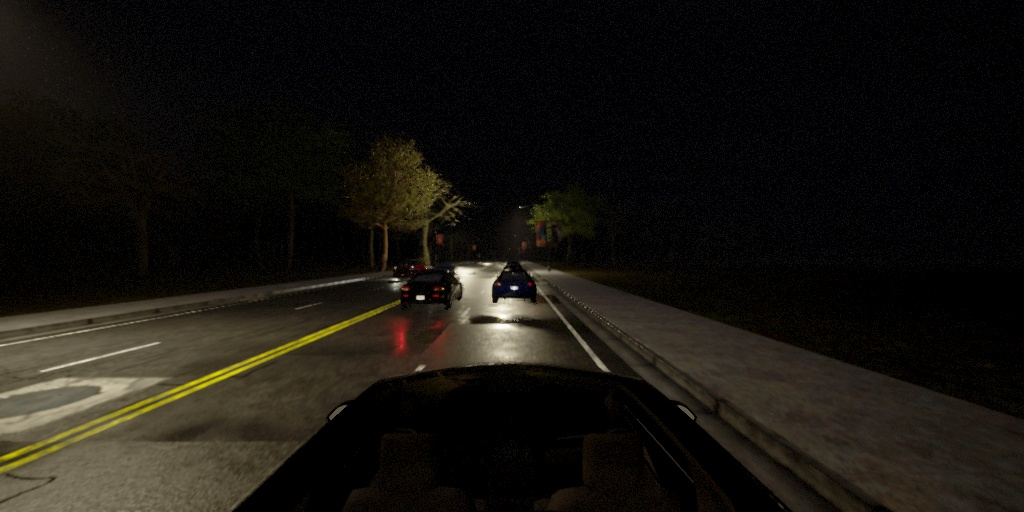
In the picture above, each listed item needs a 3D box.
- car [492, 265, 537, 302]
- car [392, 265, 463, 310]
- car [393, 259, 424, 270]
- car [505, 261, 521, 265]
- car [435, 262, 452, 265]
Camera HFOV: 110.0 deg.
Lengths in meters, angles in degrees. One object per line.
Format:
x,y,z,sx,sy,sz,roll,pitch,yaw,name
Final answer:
0.103,1.311,16.972,1.994,1.385,4.181,0,0,0,car
-3.162,1.274,14.666,1.812,1.442,4.674,0,0,0,car
-9.783,1.097,34.331,2.097,1.767,4.553,0,0,0,car
0.104,1.250,34.864,1.837,1.490,4.892,0,0,0,car
-6.535,1.271,34.029,1.812,1.442,4.674,0,0,1,car
